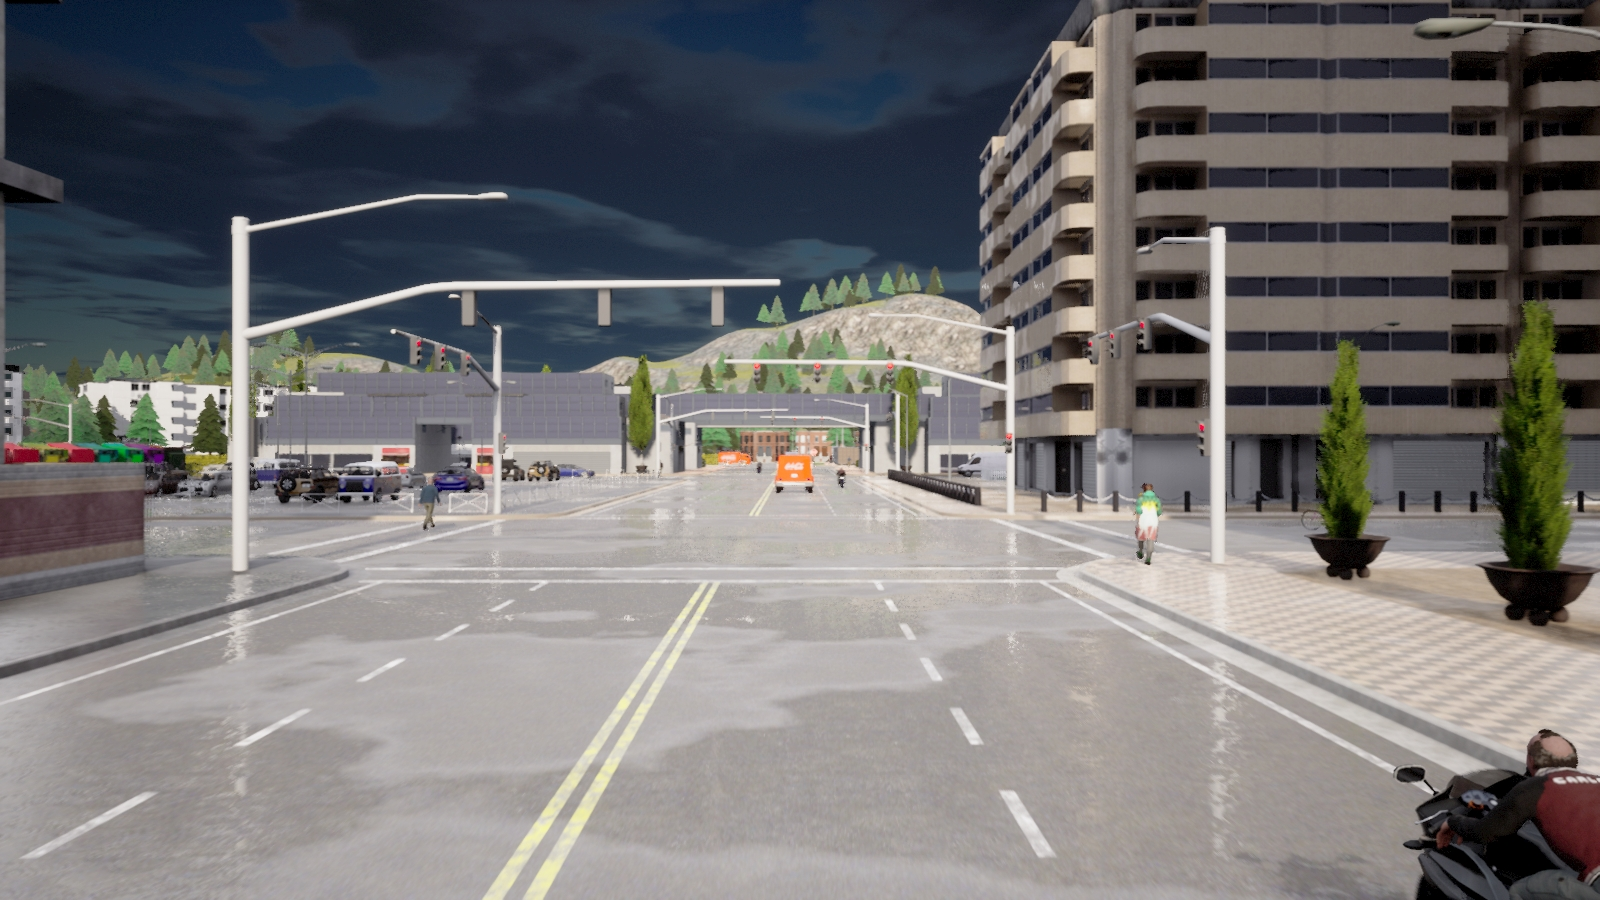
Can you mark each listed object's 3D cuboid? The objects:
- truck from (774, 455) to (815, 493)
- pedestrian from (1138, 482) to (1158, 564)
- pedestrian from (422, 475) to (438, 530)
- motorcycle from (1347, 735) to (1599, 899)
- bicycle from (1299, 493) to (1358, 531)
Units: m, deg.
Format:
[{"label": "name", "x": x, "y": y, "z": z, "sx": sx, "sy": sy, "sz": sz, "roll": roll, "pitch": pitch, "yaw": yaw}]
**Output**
[{"label": "truck", "x": -0.375, "y": 1.558, "z": 77.032, "sx": 2.627, "sy": 2.467, "sz": 5.204, "roll": 0, "pitch": 0, "yaw": 0}, {"label": "pedestrian", "x": 8.010, "y": 1.677, "z": 26.326, "sx": 0.375, "sy": 1.860, "sz": 0.375, "roll": 0, "pitch": 0, "yaw": 5}, {"label": "pedestrian", "x": -12.589, "y": 1.788, "z": 38.887, "sx": 0.375, "sy": 1.860, "sz": 0.375, "roll": 0, "pitch": 0, "yaw": 7}, {"label": "motorcycle", "x": 3.466, "y": 2.204, "z": 5.224, "sx": 0.867, "sy": 1.251, "sz": 2.209, "roll": 0, "pitch": 0, "yaw": 0}, {"label": "bicycle", "x": 17.981, "y": 2.099, "z": 38.889, "sx": 1.835, "sy": 1.271, "sz": 0.329, "roll": 0, "pitch": 0, "yaw": 0}]
